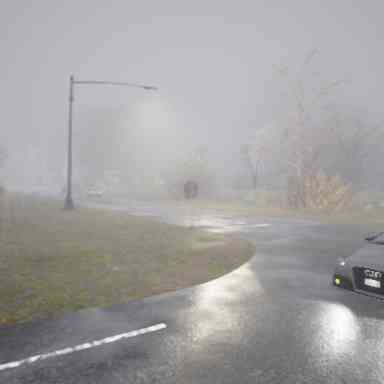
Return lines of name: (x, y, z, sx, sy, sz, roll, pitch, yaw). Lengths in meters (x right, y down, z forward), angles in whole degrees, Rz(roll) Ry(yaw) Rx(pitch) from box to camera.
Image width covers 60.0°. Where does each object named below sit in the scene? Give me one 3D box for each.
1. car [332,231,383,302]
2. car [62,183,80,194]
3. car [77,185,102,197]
car: (5.021, 1.483, 7.401, 4.181, 1.385, 1.994, -2, 2, -35)
car: (-20.826, -0.612, 57.577, 2.150, 2.045, 5.566, 1, 1, -36)
car: (-15.023, 0.082, 49.442, 1.895, 1.301, 4.718, 1, 1, -36)
